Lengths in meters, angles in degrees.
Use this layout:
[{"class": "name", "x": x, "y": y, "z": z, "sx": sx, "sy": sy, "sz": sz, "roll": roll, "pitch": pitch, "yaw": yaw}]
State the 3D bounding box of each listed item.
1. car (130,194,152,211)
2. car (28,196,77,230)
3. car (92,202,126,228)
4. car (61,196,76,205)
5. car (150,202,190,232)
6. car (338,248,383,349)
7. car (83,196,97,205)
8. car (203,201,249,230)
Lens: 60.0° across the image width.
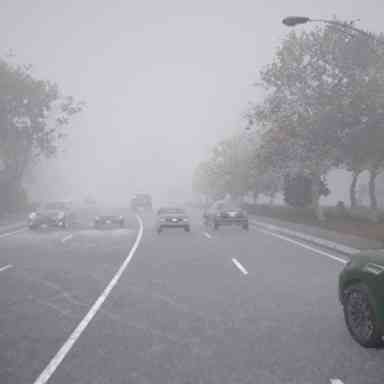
[{"class": "car", "x": -6.516, "y": 1.238, "z": 42.149, "sx": 2.150, "sy": 2.045, "sz": 5.566, "roll": 0, "pitch": 0, "yaw": -18}, {"class": "car", "x": -8.781, "y": 1.364, "z": 21.244, "sx": 2.097, "sy": 1.767, "sz": 4.553, "roll": 0, "pitch": 0, "yaw": -9}, {"class": "car", "x": -5.392, "y": 1.536, "z": 22.277, "sx": 1.812, "sy": 1.442, "sz": 4.674, "roll": 0, "pitch": 0, "yaw": -9}, {"class": "car", "x": -22.197, "y": 1.534, "z": 59.695, "sx": 1.812, "sy": 1.442, "sz": 4.674, "roll": 0, "pitch": 0, "yaw": -29}, {"class": "car", "x": -1.292, "y": 1.554, "z": 20.271, "sx": 2.033, "sy": 1.411, "sz": 5.357, "roll": 0, "pitch": 0, "yaw": -8}, {"class": "car", "x": 3.510, "y": 1.216, "z": 3.112, "sx": 2.150, "sy": 2.045, "sz": 5.566, "roll": 0, "pitch": 0, "yaw": -1}, {"class": "car", "x": -18.622, "y": 1.520, "z": 60.465, "sx": 1.837, "sy": 1.490, "sz": 4.892, "roll": 0, "pitch": 0, "yaw": -28}, {"class": "car", "x": 2.032, "y": 1.355, "z": 21.241, "sx": 2.097, "sy": 1.767, "sz": 4.553, "roll": 0, "pitch": 0, "yaw": -8}]
